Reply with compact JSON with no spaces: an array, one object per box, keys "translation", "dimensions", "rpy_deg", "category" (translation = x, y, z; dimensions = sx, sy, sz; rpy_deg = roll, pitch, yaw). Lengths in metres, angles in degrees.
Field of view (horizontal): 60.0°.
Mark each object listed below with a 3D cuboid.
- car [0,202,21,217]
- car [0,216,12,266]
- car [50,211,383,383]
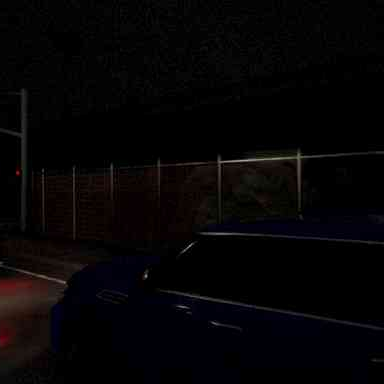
[{"translation":[-17.653,1.603,29.231],"dimensions":[2.033,1.411,5.357],"rpy_deg":[0,0,34],"category":"car"},{"translation":[-7.080,1.492,9.039],"dimensions":[4.902,1.511,2.128],"rpy_deg":[0,0,33],"category":"car"},{"translation":[0.935,1.221,3.323],"dimensions":[5.566,2.045,2.150],"rpy_deg":[0,0,35],"category":"car"}]
